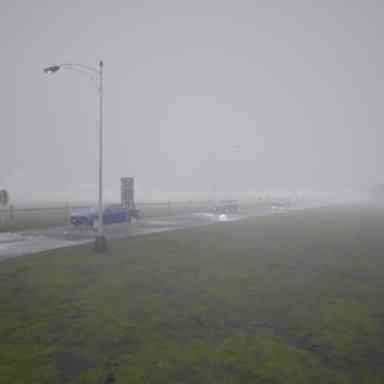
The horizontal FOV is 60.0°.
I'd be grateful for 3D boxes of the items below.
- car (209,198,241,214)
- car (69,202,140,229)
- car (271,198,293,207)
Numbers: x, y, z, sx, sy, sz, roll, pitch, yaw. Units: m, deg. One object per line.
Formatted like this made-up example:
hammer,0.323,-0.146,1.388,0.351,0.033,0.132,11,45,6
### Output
car,3.609,1.464,35.452,1.837,1.490,4.892,1,1,34
car,-5.585,1.451,21.795,1.882,1.535,5.008,1,0,34
car,13.761,1.572,50.369,2.033,1.411,5.357,1,0,34
